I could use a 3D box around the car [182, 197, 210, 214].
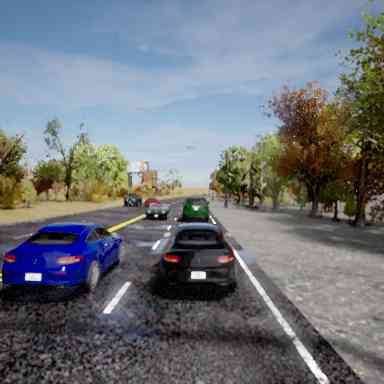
[{"bbox_3d":[0.322,1.392,28.153,2.150,2.045,5.566,1,0,0],"label":"car"}]

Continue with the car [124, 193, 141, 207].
[{"bbox_3d":[-9.233,1.235,52.696,2.150,2.045,5.566,2,-1,1],"label":"car"}]

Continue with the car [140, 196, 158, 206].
[{"bbox_3d":[-6.050,1.574,50.270,1.882,1.535,5.008,2,0,1],"label":"car"}]

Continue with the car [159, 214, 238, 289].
[{"bbox_3d":[0.169,1.587,9.261,1.812,1.442,4.674,0,0,1],"label":"car"}]

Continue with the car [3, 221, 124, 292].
[{"bbox_3d":[-3.087,1.505,8.814,1.812,1.442,4.674,2,0,0],"label":"car"}]

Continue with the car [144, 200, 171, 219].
[{"bbox_3d":[-2.920,1.697,29.728,1.895,1.301,4.718,2,0,0],"label":"car"}]
